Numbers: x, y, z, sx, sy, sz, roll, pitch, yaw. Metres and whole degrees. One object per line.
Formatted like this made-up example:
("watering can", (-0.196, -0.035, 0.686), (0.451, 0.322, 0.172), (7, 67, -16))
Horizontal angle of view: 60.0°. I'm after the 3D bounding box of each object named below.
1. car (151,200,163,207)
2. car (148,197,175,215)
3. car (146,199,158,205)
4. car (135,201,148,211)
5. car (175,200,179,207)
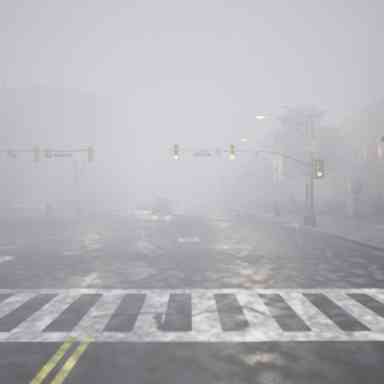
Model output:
("car", (-7.122, 2.282, 67.876), (1.994, 1.385, 4.181), (0, -1, 0))
("car", (-3.551, 1.663, 40.017), (2.150, 2.045, 5.566), (0, 0, 0))
("car", (-9.624, 2.368, 79.812), (1.812, 1.442, 4.674), (0, -1, -21))
("car", (-7.133, 2.069, 49.300), (2.033, 1.411, 5.357), (0, -1, 0))
("car", (-3.453, 2.190, 64.534), (2.033, 1.411, 5.357), (0, -1, -1))
